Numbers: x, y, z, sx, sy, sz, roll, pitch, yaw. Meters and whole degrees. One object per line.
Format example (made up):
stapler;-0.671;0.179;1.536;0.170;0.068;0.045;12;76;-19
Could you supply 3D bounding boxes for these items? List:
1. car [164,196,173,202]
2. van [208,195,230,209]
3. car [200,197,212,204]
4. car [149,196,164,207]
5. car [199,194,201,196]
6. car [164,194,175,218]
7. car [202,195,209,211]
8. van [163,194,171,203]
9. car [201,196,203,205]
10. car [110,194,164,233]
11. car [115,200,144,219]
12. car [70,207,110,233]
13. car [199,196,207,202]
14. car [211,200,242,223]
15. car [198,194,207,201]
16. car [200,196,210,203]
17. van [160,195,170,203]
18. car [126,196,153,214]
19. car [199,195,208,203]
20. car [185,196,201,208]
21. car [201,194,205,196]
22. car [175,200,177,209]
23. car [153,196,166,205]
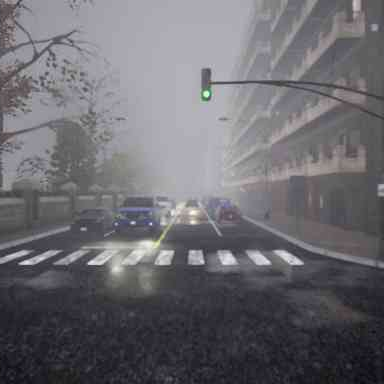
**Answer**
car;-5.701;1.684;81.571;2.008;1.369;4.403;0;0;0
van;2.688;1.370;30.903;1.690;1.788;3.998;0;0;0
car;2.681;1.640;64.683;2.008;1.369;4.403;0;0;0
car;-5.697;1.506;53.423;1.967;1.590;4.097;0;0;0
car;-0.008;1.568;58.776;2.128;1.511;4.902;0;0;0
car;-3.086;1.249;30.689;2.150;2.045;5.566;0;0;0
car;2.686;1.486;42.163;1.967;1.590;4.097;0;0;0
van;-5.700;1.458;75.942;1.690;1.788;3.998;0;0;0
car;2.684;1.606;47.793;2.008;1.369;4.403;0;0;0
car;-3.095;1.237;19.978;2.150;2.045;5.566;0;0;-1
car;-5.693;1.554;30.732;1.752;1.417;4.829;0;0;0
car;-5.692;1.582;19.640;1.947;1.339;4.313;0;0;0
car;2.679;1.714;81.574;1.802;1.307;4.206;0;0;0
car;2.688;1.566;25.272;1.887;1.381;4.507;0;0;0
car;2.678;1.465;87.204;2.192;1.841;5.009;0;0;0
car;2.680;1.647;70.313;1.887;1.381;4.507;0;0;0
van;-5.700;1.444;70.313;1.690;1.788;3.998;0;0;0
car;-5.694;1.352;36.532;2.192;1.841;5.009;0;0;0
car;2.680;1.557;75.943;1.967;1.590;4.097;0;0;0
car;-0.008;1.621;48.739;1.994;1.385;4.181;0;0;0
car;2.683;1.392;59.053;2.192;1.841;5.009;0;0;0
car;-3.055;1.541;45.191;2.128;1.511;4.902;0;0;1
car;-5.697;1.518;59.052;1.967;1.590;4.097;0;0;0
